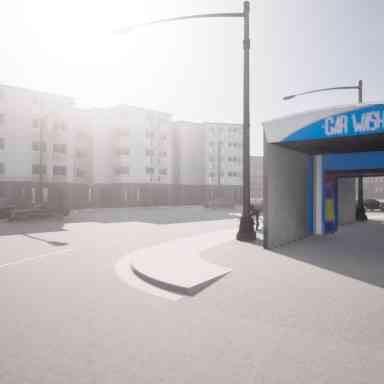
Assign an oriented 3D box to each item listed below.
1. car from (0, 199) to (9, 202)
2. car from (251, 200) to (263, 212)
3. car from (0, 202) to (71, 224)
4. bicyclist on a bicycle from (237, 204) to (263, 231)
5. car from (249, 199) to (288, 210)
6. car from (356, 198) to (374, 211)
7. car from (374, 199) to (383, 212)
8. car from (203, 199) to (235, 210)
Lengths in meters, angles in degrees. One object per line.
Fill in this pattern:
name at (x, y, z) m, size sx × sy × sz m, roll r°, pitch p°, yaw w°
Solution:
car at (-15.896, 1.351, 25.285) m, size 2.097 × 1.767 × 4.553 m, roll 0°, pitch 0°, yaw 32°
car at (7.982, 1.526, 34.327) m, size 4.674 × 1.442 × 1.812 m, roll 0°, pitch 0°, yaw -31°
car at (-11.841, 1.601, 25.374) m, size 1.895 × 1.301 × 4.718 m, roll 0°, pitch 0°, yaw 35°
bicyclist on a bicycle at (3.193, 1.301, 18.294) m, size 1.656 × 1.620 × 0.582 m, roll 0°, pitch 0°, yaw 38°
car at (9.912, 1.601, 43.295) m, size 4.718 × 1.301 × 1.895 m, roll 0°, pitch 0°, yaw -23°
car at (20.987, 1.505, 39.644) m, size 4.892 × 1.490 × 1.837 m, roll 0°, pitch 0°, yaw -18°
car at (22.873, 1.526, 36.575) m, size 4.674 × 1.442 × 1.812 m, roll 0°, pitch 0°, yaw -18°
car at (3.583, 1.564, 44.027) m, size 4.181 × 1.385 × 1.994 m, roll 0°, pitch 0°, yaw -28°
